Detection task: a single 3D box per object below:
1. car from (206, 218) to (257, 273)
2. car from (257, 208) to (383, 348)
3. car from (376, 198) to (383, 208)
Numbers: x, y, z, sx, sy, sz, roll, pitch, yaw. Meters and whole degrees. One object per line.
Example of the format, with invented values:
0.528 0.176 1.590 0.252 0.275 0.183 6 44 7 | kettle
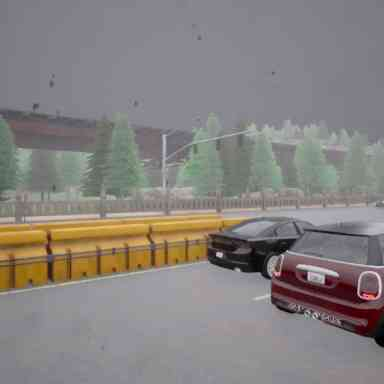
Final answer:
2.738 1.477 10.027 5.008 1.535 1.882 0 0 -35 | car
3.660 1.351 6.395 4.553 1.767 2.097 0 0 -35 | car
26.461 1.348 44.336 4.553 1.767 2.097 0 0 -35 | car
